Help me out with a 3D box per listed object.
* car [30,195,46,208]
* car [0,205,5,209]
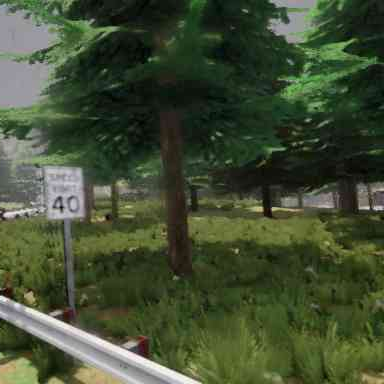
[{"bbox_3d":[-17.926,1.126,40.556,2.128,1.511,4.902,-5,2,2],"label":"car"},{"bbox_3d":[-14.679,1.255,22.575,2.097,1.767,4.553,-4,2,-3],"label":"car"}]
